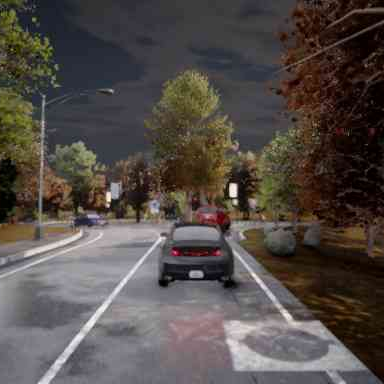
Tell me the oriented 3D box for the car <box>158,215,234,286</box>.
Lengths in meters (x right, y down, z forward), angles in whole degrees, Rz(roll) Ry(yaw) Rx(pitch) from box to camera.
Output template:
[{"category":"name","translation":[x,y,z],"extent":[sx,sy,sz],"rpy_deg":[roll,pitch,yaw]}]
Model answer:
[{"category":"car","translation":[0.113,1.601,9.648],"extent":[1.837,1.490,4.892],"rpy_deg":[0,-1,0]}]

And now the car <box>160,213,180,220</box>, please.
[{"category":"car","translation":[-4.194,4.993,66.494],"extent":[4.892,1.490,1.837],"rpy_deg":[1,-4,-5]}]

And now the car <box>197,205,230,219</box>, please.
[{"category":"car","translation":[1.833,2.168,27.692],"extent":[2.150,2.045,5.566],"rpy_deg":[-1,-4,14]}]

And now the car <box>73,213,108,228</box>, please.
[{"category":"car","translation":[-10.452,2.927,34.266],"extent":[1.812,1.442,4.674],"rpy_deg":[4,-6,-44]}]

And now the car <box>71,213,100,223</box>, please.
[{"category":"car","translation":[-18.074,4.437,56.742],"extent":[1.837,1.490,4.892],"rpy_deg":[-2,-5,26]}]
